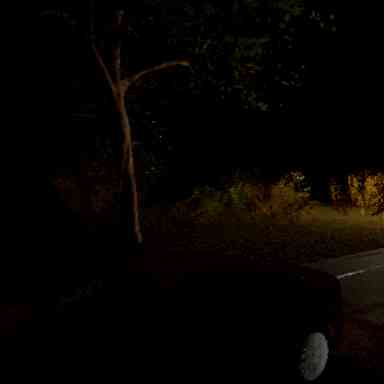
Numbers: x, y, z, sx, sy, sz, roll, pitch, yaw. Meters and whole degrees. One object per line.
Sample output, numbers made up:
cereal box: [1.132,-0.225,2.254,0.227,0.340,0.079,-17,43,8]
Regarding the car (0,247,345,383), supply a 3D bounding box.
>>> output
car: [-0.291,1.478,3.784,5.008,1.535,1.882,0,0,-36]
